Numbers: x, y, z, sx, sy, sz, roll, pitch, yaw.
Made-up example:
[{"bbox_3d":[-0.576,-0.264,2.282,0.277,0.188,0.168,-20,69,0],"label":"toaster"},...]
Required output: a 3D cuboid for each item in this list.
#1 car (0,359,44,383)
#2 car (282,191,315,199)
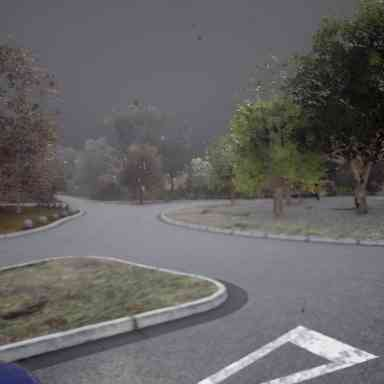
[{"bbox_3d":[-2.979,1.514,1.177,4.674,1.442,1.812,0,0,-36],"label":"car"},{"bbox_3d":[16.343,0.444,51.322,4.718,1.301,1.895,-1,1,5],"label":"car"}]
